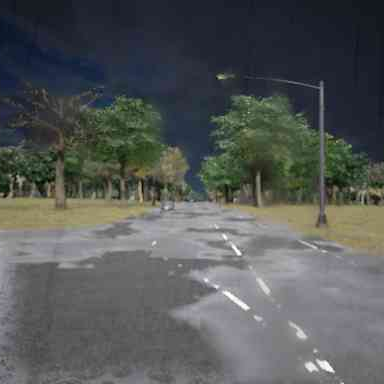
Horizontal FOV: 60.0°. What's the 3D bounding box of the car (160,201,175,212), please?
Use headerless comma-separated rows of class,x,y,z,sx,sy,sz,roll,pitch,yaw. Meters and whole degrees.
car,-3.496,2.083,48.432,2.128,1.511,4.902,0,-1,0
